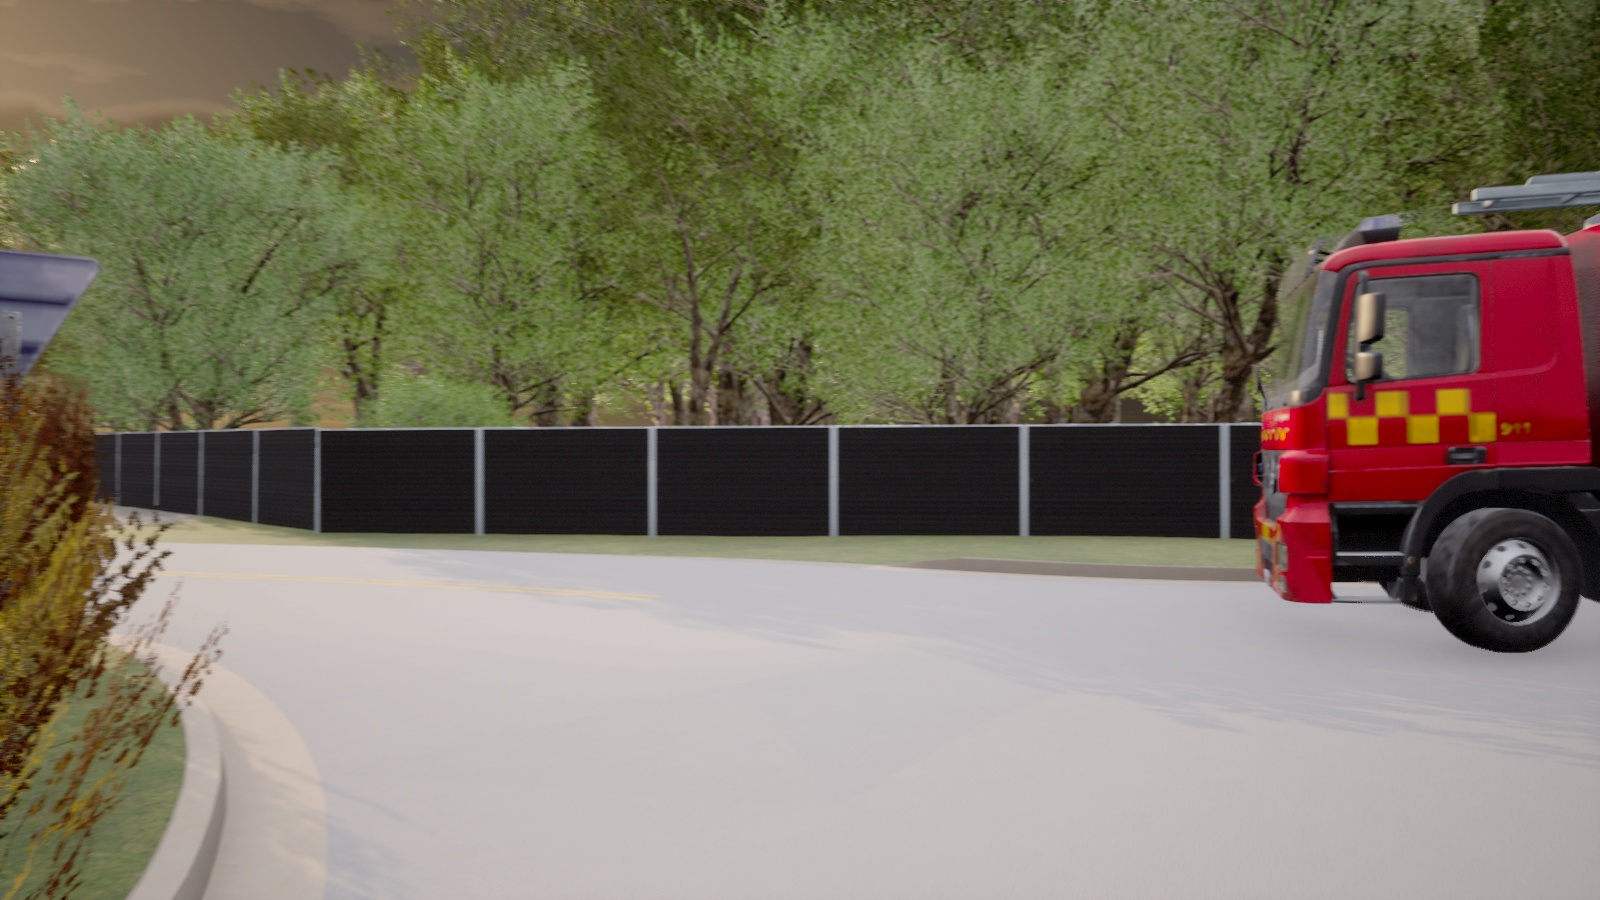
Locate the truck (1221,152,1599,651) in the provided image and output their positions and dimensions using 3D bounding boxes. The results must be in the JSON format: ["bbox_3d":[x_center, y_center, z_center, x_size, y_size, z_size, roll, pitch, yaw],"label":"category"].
[{"bbox_3d":[8.171,-0.437,10.590,8.468,3.827,2.891,-2,0,15],"label":"truck"}]
